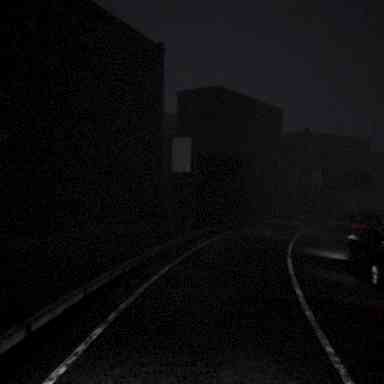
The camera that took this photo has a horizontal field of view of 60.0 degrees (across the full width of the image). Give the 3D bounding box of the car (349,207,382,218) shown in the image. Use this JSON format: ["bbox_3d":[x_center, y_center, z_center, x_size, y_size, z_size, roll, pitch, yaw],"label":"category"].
[{"bbox_3d":[16.081,2.127,30.707,1.882,1.535,5.008,5,2,42],"label":"car"}]

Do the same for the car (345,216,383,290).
[{"bbox_3d":[5.713,1.714,9.364,1.837,1.490,4.892,3,0,14],"label":"car"}]
